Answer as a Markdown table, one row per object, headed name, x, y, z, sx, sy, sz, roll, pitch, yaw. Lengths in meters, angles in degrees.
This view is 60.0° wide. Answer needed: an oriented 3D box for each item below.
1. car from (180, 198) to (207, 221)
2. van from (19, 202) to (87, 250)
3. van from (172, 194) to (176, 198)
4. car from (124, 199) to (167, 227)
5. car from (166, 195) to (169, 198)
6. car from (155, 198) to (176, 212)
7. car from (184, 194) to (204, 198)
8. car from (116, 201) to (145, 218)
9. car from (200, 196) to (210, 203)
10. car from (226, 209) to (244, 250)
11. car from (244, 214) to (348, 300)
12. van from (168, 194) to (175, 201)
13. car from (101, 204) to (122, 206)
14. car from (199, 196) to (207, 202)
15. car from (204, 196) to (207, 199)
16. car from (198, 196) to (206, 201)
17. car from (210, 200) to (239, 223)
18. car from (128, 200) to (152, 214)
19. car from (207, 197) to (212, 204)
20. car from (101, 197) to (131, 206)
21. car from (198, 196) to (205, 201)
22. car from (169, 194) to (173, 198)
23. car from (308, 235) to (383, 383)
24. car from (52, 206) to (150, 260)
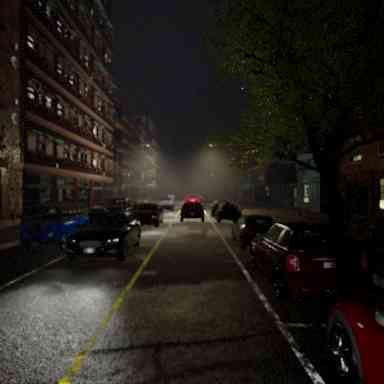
| name | x | y | z | sx | sy | sz | roll | pitch | yaw |
| --- | --- | --- | --- | --- | --- | --- | --- | --- | --- |
| car | 0.040 | 1.509 | 27.586 | 1.882 | 1.535 | 5.008 | 0 | 0 | 1 |
| van | -5.691 | 1.354 | 14.118 | 1.690 | 1.788 | 3.998 | 0 | 0 | 0 |
| van | -5.690 | 1.525 | 88.177 | 1.690 | 1.788 | 3.998 | 0 | 0 | 0 |
| car | -3.051 | 1.502 | 22.901 | 1.882 | 1.535 | 5.008 | 0 | 0 | 0 |
| car | -5.690 | 1.643 | 59.693 | 1.887 | 1.381 | 4.507 | 0 | 0 | 0 |
| car | -3.020 | 1.655 | 39.273 | 1.895 | 1.301 | 4.718 | 0 | 0 | 1 |
| car | 0.086 | 1.288 | 45.253 | 2.150 | 2.045 | 5.566 | 0 | 0 | 0 |
| car | -5.690 | 1.604 | 31.208 | 1.947 | 1.339 | 4.313 | 0 | 0 | 0 |
| car | 2.691 | 1.674 | 71.082 | 1.887 | 1.381 | 4.507 | 0 | 0 | 0 |
| car | 2.690 | 1.595 | 14.116 | 1.802 | 1.307 | 4.206 | 0 | 0 | 0 |
| car | 2.689 | 1.447 | 8.418 | 1.967 | 1.590 | 4.097 | 0 | 0 | 0 |
| van | -5.690 | 1.545 | 93.873 | 1.690 | 1.788 | 3.998 | 0 | 0 | 0 |
| car | -5.691 | 1.602 | 19.814 | 1.802 | 1.307 | 4.206 | 0 | 0 | 0 |
| car | 2.691 | 1.746 | 82.475 | 1.802 | 1.307 | 4.206 | 0 | 0 | 0 |
| car | 2.691 | 1.650 | 59.690 | 2.008 | 1.369 | 4.403 | 0 | 0 | 0 |
| car | 2.691 | 1.728 | 88.173 | 1.887 | 1.381 | 4.507 | 0 | 0 | 0 |
| car | 2.690 | 1.579 | 25.509 | 2.008 | 1.369 | 4.403 | 0 | 0 | 0 |
| car | -5.690 | 1.600 | 36.904 | 2.008 | 1.369 | 4.403 | 0 | 0 | 0 |
| car | 2.690 | 1.478 | 31.206 | 1.967 | 1.590 | 4.097 | 0 | 0 | 0 |
| car | -5.691 | 1.343 | 25.511 | 2.192 | 1.841 | 5.009 | 0 | 0 | 0 |
| car | 2.692 | 1.769 | 93.869 | 1.947 | 1.339 | 4.313 | 0 | 0 | 0 |
| car | -5.690 | 1.695 | 71.085 | 1.947 | 1.339 | 4.313 | 0 | 0 | 0 |
| car | 2.690 | 1.443 | 2.722 | 1.967 | 1.590 | 4.097 | 0 | 0 | 0 |
| car | -3.084 | 1.503 | 12.474 | 2.128 | 1.511 | 4.902 | 0 | 0 | 0 |
